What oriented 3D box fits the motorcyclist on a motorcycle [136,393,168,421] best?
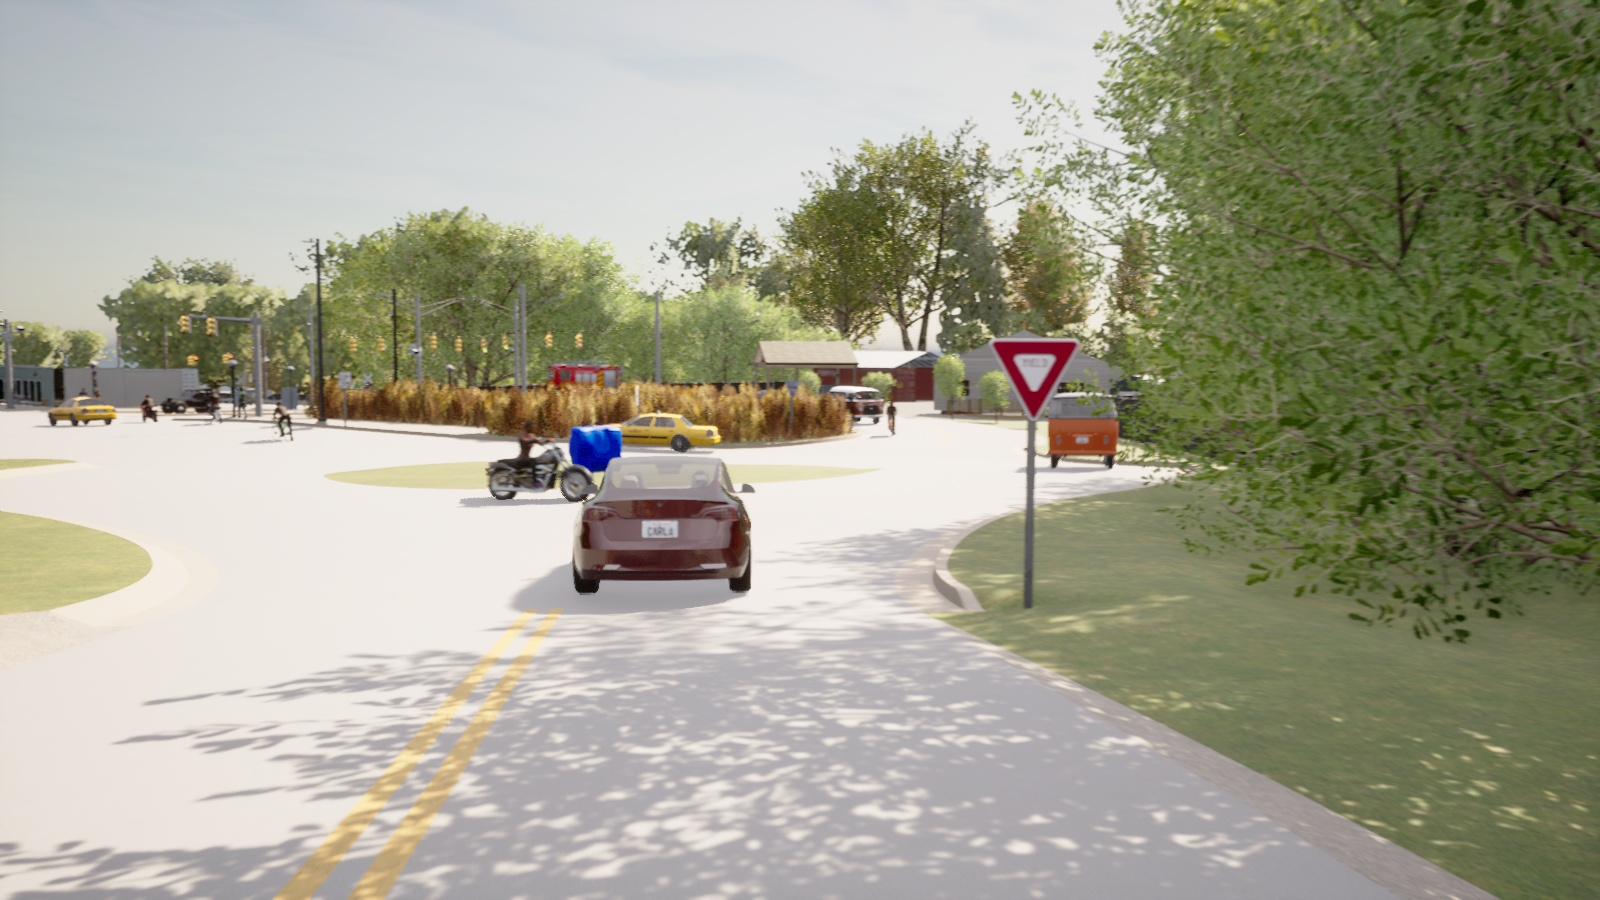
[{"bbox_3d":[-35.135,-2.333,68.085,2.044,1.523,0.797,2,5,42],"label":"motorcyclist on a motorcycle"}]

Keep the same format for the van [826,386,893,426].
[{"bbox_3d":[3.235,-2.477,69.267,2.069,2.038,4.480,-2,4,-21],"label":"van"}]

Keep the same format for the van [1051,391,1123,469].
[{"bbox_3d":[7.721,-0.512,33.978,1.775,1.987,4.442,0,0,12],"label":"van"}]

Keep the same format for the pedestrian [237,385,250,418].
[{"bbox_3d":[-32.231,-2.820,72.772,0.614,1.847,0.353,3,5,29],"label":"pedestrian"}]

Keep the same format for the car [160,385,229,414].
[{"bbox_3d":[-42.063,-3.505,87.304,1.905,1.878,3.866,3,4,36],"label":"car"}]

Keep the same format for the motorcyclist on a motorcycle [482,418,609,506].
[{"bbox_3d":[-4.975,0.201,24.544,2.350,1.649,0.766,1,3,19],"label":"motorcyclist on a motorcycle"}]

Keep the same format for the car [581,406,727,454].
[{"bbox_3d":[-5.629,-0.804,48.830,5.366,1.575,1.801,2,4,4],"label":"car"}]

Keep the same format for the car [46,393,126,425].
[{"bbox_3d":[-36.810,-2.143,64.672,5.366,1.575,1.801,2,5,41],"label":"car"}]

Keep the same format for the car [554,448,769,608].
[{"bbox_3d":[-1.555,0.785,15.095,2.163,1.488,4.792,0,2,-4],"label":"car"}]
